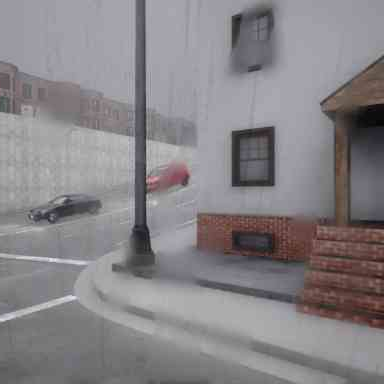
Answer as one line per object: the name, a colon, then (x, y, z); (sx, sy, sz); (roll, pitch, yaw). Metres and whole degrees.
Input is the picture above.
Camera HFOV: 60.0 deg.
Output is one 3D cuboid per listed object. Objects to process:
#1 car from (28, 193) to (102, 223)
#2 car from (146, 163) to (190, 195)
car: (-7.826, 0.873, 20.854); (1.812, 1.442, 4.674); (0, 7, 35)
car: (-2.351, -1.187, 28.687); (2.150, 2.045, 5.566); (0, 13, 34)
